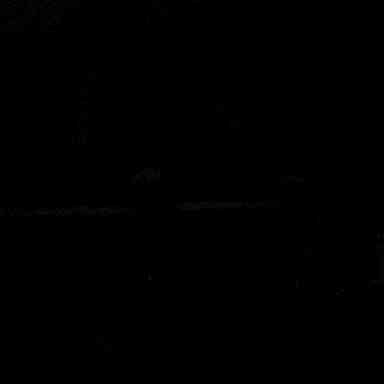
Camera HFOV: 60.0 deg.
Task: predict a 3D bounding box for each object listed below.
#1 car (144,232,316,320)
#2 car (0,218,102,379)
[{"bbox_3d":[1.015,1.582,7.273,4.206,1.307,1.802,0,0,-35],"label":"car"},{"bbox_3d":[-3.615,1.315,3.979,5.009,1.841,2.192,0,0,-35],"label":"car"}]
